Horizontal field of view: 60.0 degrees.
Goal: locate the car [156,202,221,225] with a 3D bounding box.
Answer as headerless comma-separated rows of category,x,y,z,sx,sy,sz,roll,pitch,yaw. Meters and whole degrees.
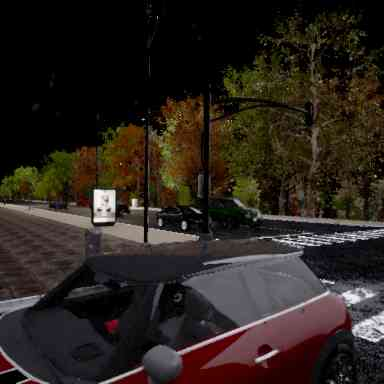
car,-0.561,1.610,21.318,1.837,1.490,4.892,1,-1,-35

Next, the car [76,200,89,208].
car,-19.897,2.168,61.016,1.812,1.442,4.674,1,-1,-35

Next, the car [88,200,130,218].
car,-8.159,1.747,32.299,1.837,1.490,4.892,1,-1,-35

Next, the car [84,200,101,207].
car,-19.990,2.299,66.874,1.994,1.385,4.181,1,-1,-35

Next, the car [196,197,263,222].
car,2.285,1.361,22.900,2.150,2.045,5.566,1,0,-36

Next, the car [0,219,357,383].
car,-0.448,1.354,3.066,4.553,1.767,2.097,0,0,-38

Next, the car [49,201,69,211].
car,-19.895,2.057,49.428,2.033,1.411,5.357,1,-1,-35
